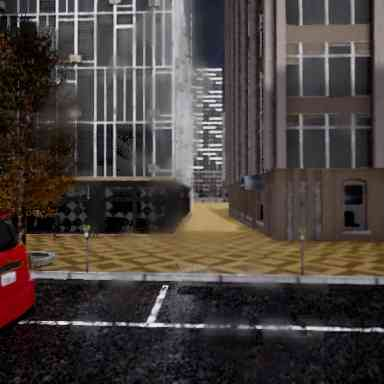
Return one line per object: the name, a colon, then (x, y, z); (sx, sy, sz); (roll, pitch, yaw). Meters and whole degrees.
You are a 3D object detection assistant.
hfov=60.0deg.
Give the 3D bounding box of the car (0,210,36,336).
car: (-5.101, 1.220, 4.497); (5.566, 2.045, 2.150); (0, -1, 2)
